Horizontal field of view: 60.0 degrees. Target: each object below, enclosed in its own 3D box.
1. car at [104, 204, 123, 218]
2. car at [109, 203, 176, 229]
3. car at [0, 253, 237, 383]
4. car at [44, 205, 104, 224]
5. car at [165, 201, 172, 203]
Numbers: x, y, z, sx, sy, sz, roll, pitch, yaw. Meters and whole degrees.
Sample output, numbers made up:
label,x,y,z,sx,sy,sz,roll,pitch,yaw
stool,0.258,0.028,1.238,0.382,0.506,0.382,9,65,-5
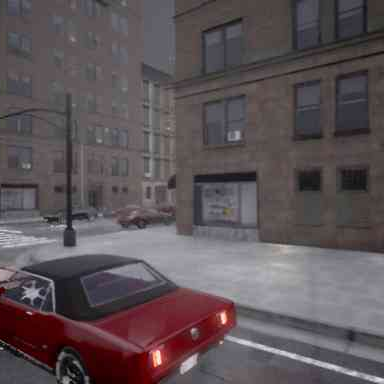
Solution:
label,x,y,z,sx,sy,sz,roll,pitch,yaw
car,-6.383,1.736,31.031,1.802,1.307,4.206,-1,0,35
car,-3.053,1.641,21.879,1.802,1.307,4.206,-1,0,35
car,-1.830,1.626,5.000,4.718,1.301,1.895,0,0,36
car,-9.587,1.722,26.538,1.947,1.339,4.313,-1,0,35
car,0.150,1.497,26.374,1.967,1.590,4.097,-1,0,35
